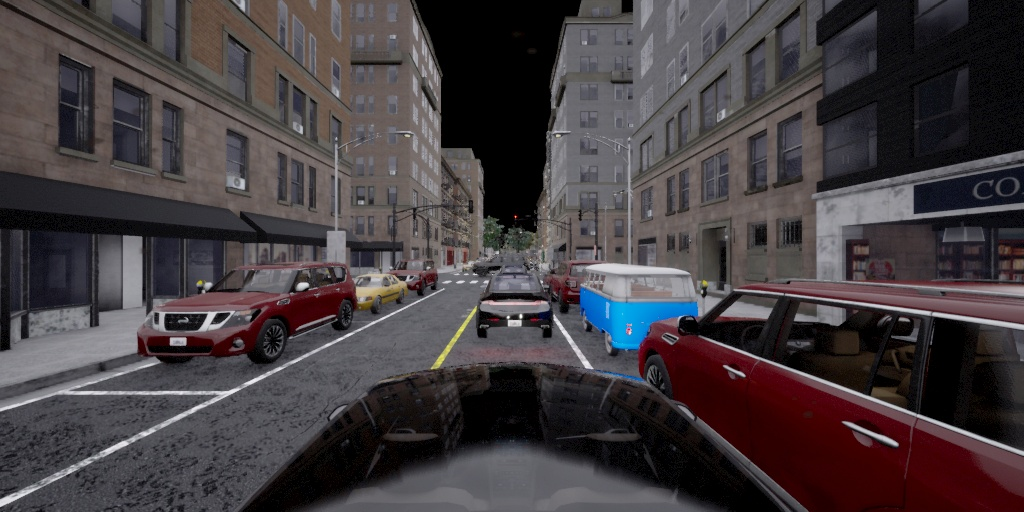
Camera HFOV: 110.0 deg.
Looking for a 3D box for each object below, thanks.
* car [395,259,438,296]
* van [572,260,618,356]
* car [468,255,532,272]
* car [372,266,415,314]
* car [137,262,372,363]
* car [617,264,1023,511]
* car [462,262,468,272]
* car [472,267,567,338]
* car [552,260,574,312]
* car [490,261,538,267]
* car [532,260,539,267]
[{"bbox_3d":[-5.396,1.064,19.666,2.192,1.841,5.009,0,0,0],"label":"car"},{"bbox_3d":[2.639,1.091,8.305,1.690,1.789,3.998,0,0,0],"label":"van"},{"bbox_3d":[-1.097,0.969,34.798,5.566,2.045,2.150,0,0,0],"label":"car"},{"bbox_3d":[-5.397,1.275,13.817,1.751,1.417,4.829,0,0,0],"label":"car"},{"bbox_3d":[-5.397,1.065,8.310,2.192,1.841,5.009,0,0,0],"label":"car"},{"bbox_3d":[2.638,1.065,2.626,2.192,1.841,5.009,0,0,0],"label":"car"},{"bbox_3d":[-5.403,1.273,46.504,1.751,1.417,4.829,0,0,0],"label":"car"},{"bbox_3d":[0.075,1.242,10.178,2.128,1.511,4.902,0,0,0],"label":"car"},{"bbox_3d":[2.641,1.064,13.984,2.192,1.841,5.009,0,0,0],"label":"car"},{"bbox_3d":[0.074,1.241,20.229,2.128,1.511,4.902,0,0,-1],"label":"car"},{"bbox_3d":[2.651,1.298,46.671,2.007,1.370,4.403,0,0,0],"label":"car"}]
